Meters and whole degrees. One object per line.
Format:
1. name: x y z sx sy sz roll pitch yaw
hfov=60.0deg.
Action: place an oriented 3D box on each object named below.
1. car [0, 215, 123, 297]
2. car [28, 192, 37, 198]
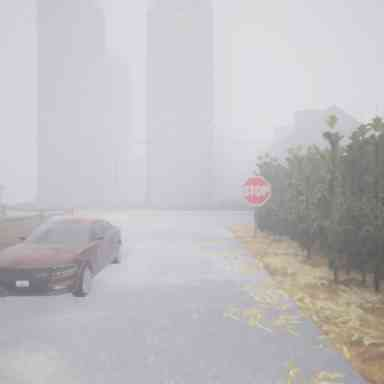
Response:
1. car: -3.159 1.431 8.714 1.882 1.535 5.008 0 0 0
2. car: -37.247 0.780 80.248 3.866 1.878 1.905 0 0 0
